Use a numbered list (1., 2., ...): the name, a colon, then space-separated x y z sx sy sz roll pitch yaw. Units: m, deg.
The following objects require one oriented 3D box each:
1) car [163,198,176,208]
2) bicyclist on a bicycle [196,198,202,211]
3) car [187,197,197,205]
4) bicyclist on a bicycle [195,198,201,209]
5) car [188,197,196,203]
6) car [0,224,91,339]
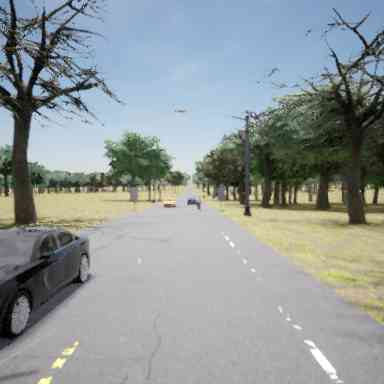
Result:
1. car: -3.560 1.728 53.379 1.882 1.535 5.008 0 0 0
2. bicyclist on a bicycle: 0.963 1.637 41.853 0.582 1.620 1.656 0 -1 0
3. car: 0.019 1.820 68.549 1.882 1.535 5.008 0 -1 1
4. bicyclist on a bicycle: 0.960 1.666 49.642 0.866 1.612 1.509 0 0 0
5. car: 0.002 1.896 80.230 1.882 1.535 5.008 0 0 0
6. car: -3.600 1.499 6.802 1.882 1.535 5.008 0 0 0
